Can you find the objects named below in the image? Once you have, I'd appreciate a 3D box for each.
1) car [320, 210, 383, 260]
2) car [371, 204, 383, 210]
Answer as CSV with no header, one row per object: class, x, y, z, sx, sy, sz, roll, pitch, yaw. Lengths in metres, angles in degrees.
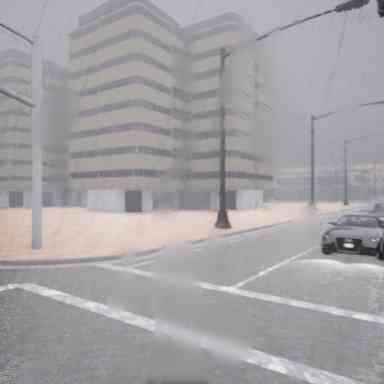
car,6.267,1.563,12.501,1.994,1.385,4.181,0,0,35
car,12.131,1.490,20.774,2.128,1.511,4.902,0,0,35
